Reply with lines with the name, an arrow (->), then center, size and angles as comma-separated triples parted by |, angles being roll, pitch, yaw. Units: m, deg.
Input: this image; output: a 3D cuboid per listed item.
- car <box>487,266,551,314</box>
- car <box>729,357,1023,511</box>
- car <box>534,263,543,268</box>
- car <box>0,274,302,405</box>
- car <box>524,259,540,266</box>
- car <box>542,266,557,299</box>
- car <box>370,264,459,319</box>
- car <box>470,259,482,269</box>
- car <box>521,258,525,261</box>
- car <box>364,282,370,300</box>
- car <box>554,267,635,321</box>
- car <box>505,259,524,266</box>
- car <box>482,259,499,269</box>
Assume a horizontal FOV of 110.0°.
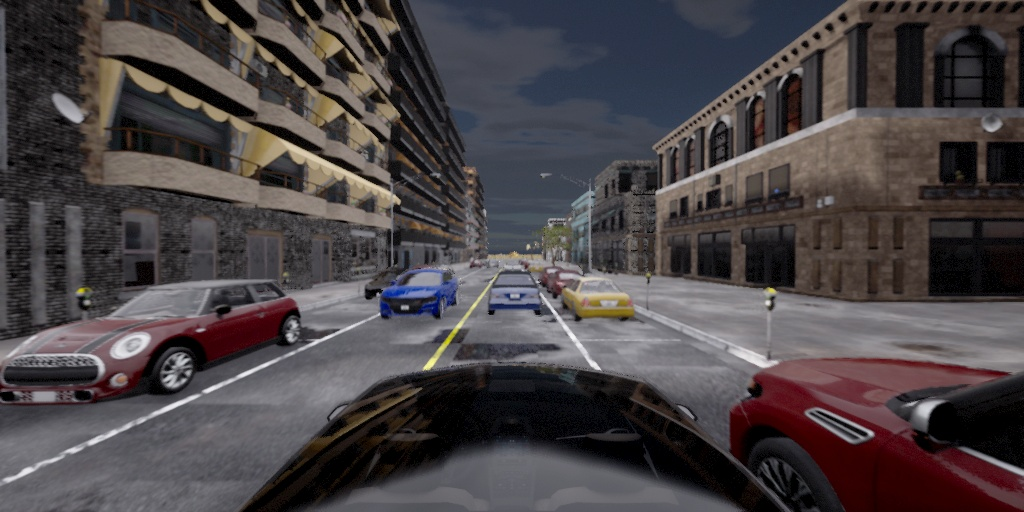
car -> 0.089, 1.289, 13.677 | 2.033, 1.411, 5.357 | 0, 0, 0
car -> 2.689, 1.066, 0.665 | 2.192, 1.841, 5.009 | 0, 0, 0
car -> 2.675, 1.318, 23.374 | 1.802, 1.307, 4.207 | 0, 0, 0
car -> -5.701, 1.186, 6.365 | 1.967, 1.591, 4.097 | 0, 0, 0
car -> 2.666, 1.252, 40.576 | 1.751, 1.417, 4.829 | 0, 0, 0
car -> 2.679, 1.321, 17.697 | 1.802, 1.307, 4.207 | 0, 0, 0
car -> -3.107, 1.219, 12.885 | 1.882, 1.535, 5.008 | 0, 0, 0
car -> -5.725, 1.263, 57.462 | 1.888, 1.381, 4.507 | 0, 0, 0
car -> 2.659, 1.266, 51.761 | 1.888, 1.381, 4.507 | 0, 0, 0
car -> -5.702, 1.304, 17.720 | 1.948, 1.339, 4.313 | 0, 0, 0
car -> 2.682, 1.268, 12.189 | 1.751, 1.417, 4.829 | 0, 0, 0
car -> 0.078, 1.327, 41.686 | 1.895, 1.301, 4.718 | 0, 0, 0
car -> -3.033, 1.247, 56.819 | 2.128, 1.511, 4.902 | 0, 0, 0
